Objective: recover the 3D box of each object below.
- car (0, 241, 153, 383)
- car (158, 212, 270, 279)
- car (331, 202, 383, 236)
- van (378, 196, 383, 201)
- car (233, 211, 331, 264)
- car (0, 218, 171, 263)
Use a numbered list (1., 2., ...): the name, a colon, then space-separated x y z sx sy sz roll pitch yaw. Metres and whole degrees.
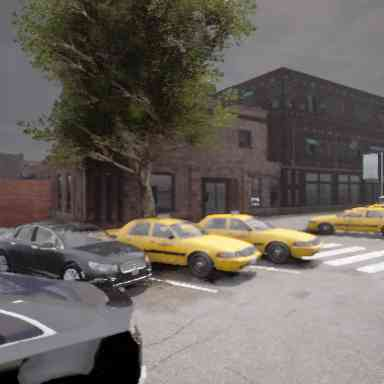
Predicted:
1. car: -2.736 1.491 2.465 4.902 1.511 2.128 0 0 -35
2. car: -0.621 1.481 10.152 5.366 1.575 1.946 -1 -1 34
3. car: 8.837 1.479 17.362 5.366 1.575 1.946 -1 0 34
4. van: 13.741 1.186 20.841 4.442 1.987 1.878 -1 0 34
5. car: 1.821 1.481 11.898 5.366 1.575 1.946 -1 -1 34
6. car: -3.220 1.487 8.519 4.892 1.521 2.231 -1 -1 34
